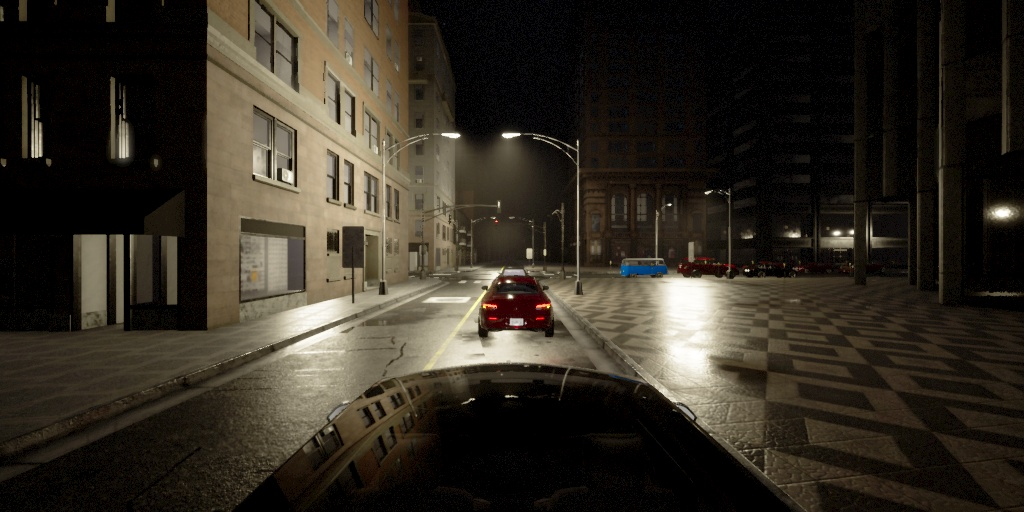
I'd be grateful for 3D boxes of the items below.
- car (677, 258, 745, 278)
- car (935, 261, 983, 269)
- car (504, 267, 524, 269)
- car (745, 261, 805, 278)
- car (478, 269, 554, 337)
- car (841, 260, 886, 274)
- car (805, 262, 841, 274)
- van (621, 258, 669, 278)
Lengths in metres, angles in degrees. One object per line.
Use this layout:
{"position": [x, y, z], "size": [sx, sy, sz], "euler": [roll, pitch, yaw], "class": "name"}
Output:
{"position": [17.390, 1.078, 31.998], "size": [5.009, 1.841, 2.192], "euler": [0, 0, -1], "class": "car"}
{"position": [39.947, 1.190, 32.326], "size": [4.097, 1.591, 1.967], "euler": [0, 0, -1], "class": "car"}
{"position": [0.114, 1.303, 19.977], "size": [1.994, 1.385, 4.181], "euler": [0, 0, 0], "class": "car"}
{"position": [23.030, 1.326, 32.080], "size": [4.313, 1.339, 1.948], "euler": [0, 0, -1], "class": "car"}
{"position": [0.097, 1.271, 10.105], "size": [1.812, 1.442, 4.674], "euler": [0, 0, 0], "class": "car"}
{"position": [39.848, 1.185, 40.851], "size": [4.097, 1.591, 1.967], "euler": [0, 0, -1], "class": "car"}
{"position": [34.209, 1.331, 40.769], "size": [4.207, 1.307, 1.802], "euler": [0, 0, -1], "class": "car"}
{"position": [11.749, 1.105, 31.916], "size": [3.998, 1.789, 1.690], "euler": [0, 0, -1], "class": "van"}
